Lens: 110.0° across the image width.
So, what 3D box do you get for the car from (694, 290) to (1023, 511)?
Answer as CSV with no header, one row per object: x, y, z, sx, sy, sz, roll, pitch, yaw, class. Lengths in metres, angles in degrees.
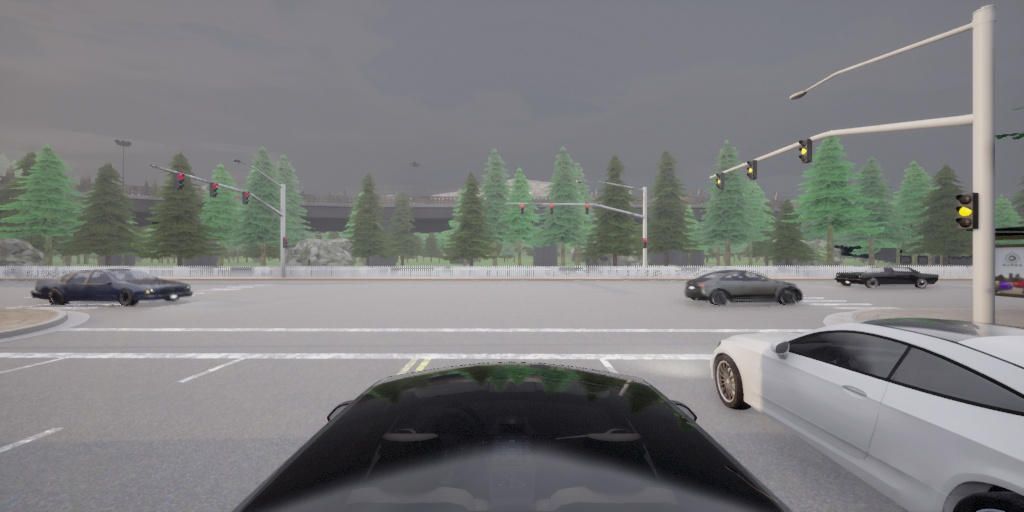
3.656,1.276,3.149,1.812,1.442,4.674,0,0,2,car

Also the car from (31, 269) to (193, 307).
-16.190,1.242,14.600,5.357,1.411,2.033,0,0,5,car

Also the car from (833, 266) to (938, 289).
22.861,1.294,22.055,4.718,1.301,1.895,0,0,0,car

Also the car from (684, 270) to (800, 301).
9.448,1.274,14.875,4.181,1.385,1.994,0,0,0,car
